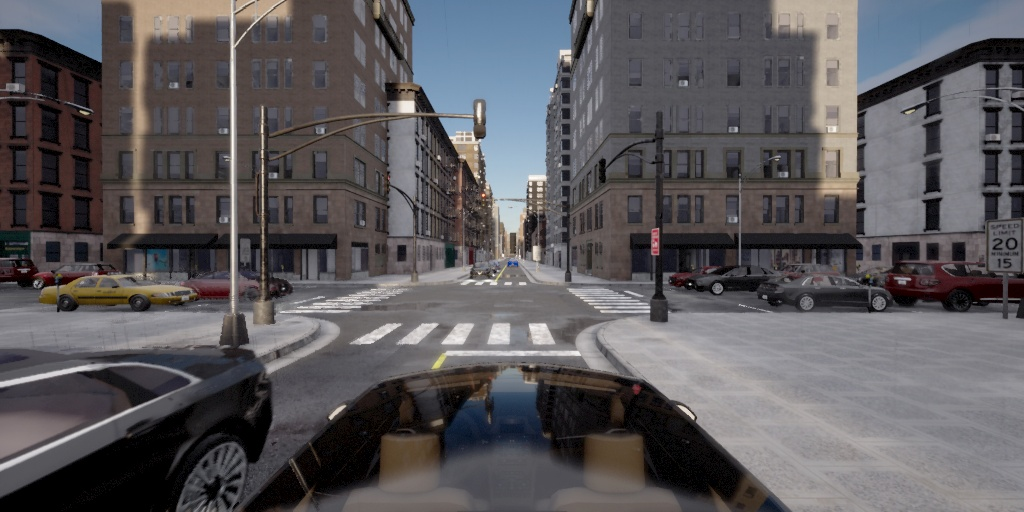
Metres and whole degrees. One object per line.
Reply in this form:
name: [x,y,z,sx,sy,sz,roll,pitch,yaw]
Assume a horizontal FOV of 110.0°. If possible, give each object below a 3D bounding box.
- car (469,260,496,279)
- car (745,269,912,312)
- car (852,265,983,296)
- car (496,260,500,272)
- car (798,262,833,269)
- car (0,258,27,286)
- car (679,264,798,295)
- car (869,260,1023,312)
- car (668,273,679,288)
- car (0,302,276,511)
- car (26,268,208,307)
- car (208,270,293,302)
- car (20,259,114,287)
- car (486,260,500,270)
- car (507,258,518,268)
car: [-2.777,1.259,33.016,1.837,1.490,4.892,0,0,0]
car: [11.791,1.325,13.619,4.403,1.370,2.007,0,0,0]
car: [21.401,1.255,19.073,4.892,1.490,1.837,0,0,0]
car: [-2.754,1.305,42.813,2.033,1.411,5.357,0,0,0]
car: [17.226,1.176,21.626,4.097,1.591,1.967,0,0,0]
car: [-32.014,1.041,21.784,5.009,1.841,2.192,0,0,0]
car: [11.919,1.253,19.100,4.892,1.490,1.837,0,0,0]
car: [17.200,1.091,13.601,5.009,1.841,2.192,0,0,0]
car: [11.817,1.280,21.644,4.507,1.381,1.888,0,0,0]
car: [-2.955,1.241,1.108,2.128,1.511,4.902,0,0,-1]
car: [-14.885,1.293,13.704,4.829,1.417,1.751,0,0,0]
car: [-12.441,1.320,16.308,4.181,1.385,1.994,0,0,-2]
car: [-26.352,1.167,21.766,4.097,1.591,1.967,0,0,0]
car: [-2.725,1.288,52.716,1.812,1.442,4.674,0,0,1]
car: [0.144,1.246,63.126,1.882,1.535,5.008,0,0,0]
